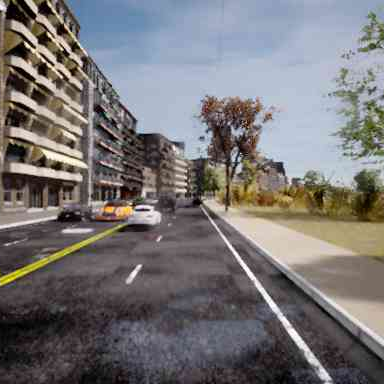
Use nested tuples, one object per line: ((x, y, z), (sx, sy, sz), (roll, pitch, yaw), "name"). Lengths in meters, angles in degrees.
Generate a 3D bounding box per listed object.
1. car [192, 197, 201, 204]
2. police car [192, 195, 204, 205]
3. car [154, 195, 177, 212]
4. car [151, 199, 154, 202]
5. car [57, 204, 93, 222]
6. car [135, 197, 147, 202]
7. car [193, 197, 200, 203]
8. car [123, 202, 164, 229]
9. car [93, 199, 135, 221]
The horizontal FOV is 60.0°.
((0.993, 1.897, 74.538), (1.812, 1.442, 4.674), (0, 0, 1), "car")
((0.973, 1.744, 64.704), (1.930, 1.638, 5.238), (0, 0, 0), "police car")
((-3.155, 1.427, 42.230), (2.150, 2.045, 5.566), (0, 0, 0), "car")
((-6.515, 1.830, 62.068), (1.812, 1.442, 4.674), (0, 0, 0), "car")
((-9.758, 1.699, 28.071), (1.994, 1.385, 4.181), (0, 0, 0), "car")
((-9.767, 1.658, 62.134), (2.097, 1.767, 4.553), (0, 0, 0), "car")
((1.090, 1.929, 80.455), (1.812, 1.442, 4.674), (0, 0, 1), "car")
((-3.164, 1.633, 22.608), (1.812, 1.442, 4.674), (0, 0, 0), "car")
((-6.506, 1.485, 28.241), (2.097, 1.767, 4.553), (0, 0, 0), "car")
